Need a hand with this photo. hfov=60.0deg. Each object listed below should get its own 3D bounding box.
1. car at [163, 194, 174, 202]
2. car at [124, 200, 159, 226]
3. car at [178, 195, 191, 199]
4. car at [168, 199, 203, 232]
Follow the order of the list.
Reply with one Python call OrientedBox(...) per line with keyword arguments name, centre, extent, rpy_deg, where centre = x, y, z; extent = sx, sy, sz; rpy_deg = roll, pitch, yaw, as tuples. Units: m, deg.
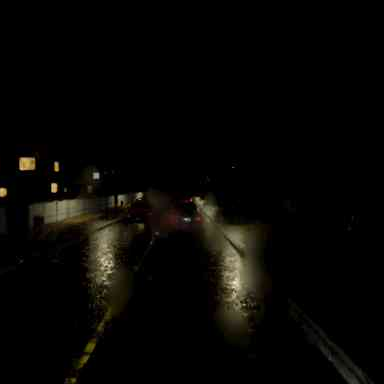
OrientedBox(name="car", centre=(-4.231, 1.015, 59.365), extent=(1.812, 1.442, 4.674), rpy_deg=(-1, 0, -1))
OrientedBox(name="car", centre=(-3.281, 1.305, 22.217), extent=(1.882, 1.535, 5.008), rpy_deg=(-1, 1, -1))
OrientedBox(name="car", centre=(-0.844, 1.163, 38.079), extent=(1.837, 1.490, 4.892), rpy_deg=(-1, 0, -1))
OrientedBox(name="car", centre=(-0.359, 1.378, 18.871), extent=(2.033, 1.411, 5.357), rpy_deg=(-1, 1, -1))
